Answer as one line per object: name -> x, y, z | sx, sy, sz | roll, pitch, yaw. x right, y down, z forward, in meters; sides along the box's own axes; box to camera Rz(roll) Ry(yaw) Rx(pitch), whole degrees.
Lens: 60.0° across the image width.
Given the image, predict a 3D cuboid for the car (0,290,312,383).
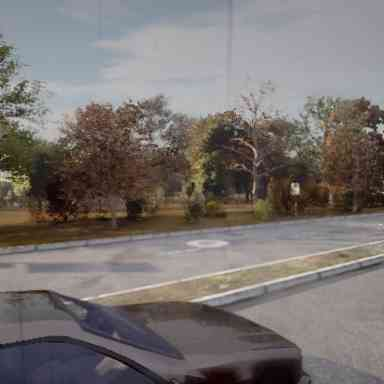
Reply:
car -> -1.463, 1.546, 2.395 | 5.357, 1.411, 2.033 | -1, 0, -35
